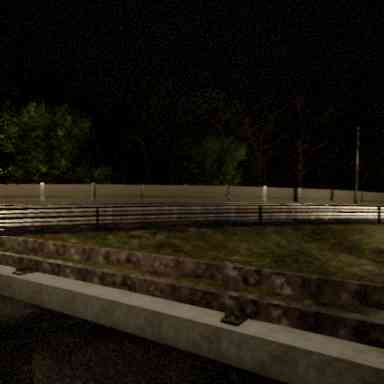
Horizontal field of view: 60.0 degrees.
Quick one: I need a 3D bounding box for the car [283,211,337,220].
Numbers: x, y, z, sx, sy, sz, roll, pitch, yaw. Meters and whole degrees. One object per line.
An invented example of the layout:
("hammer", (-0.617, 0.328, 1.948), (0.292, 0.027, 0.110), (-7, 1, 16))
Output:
("car", (10.533, 1.792, 29.916), (4.718, 1.301, 1.895), (2, -1, -19))
